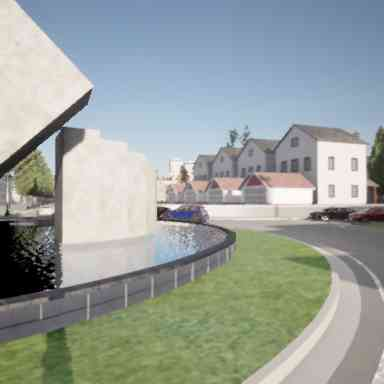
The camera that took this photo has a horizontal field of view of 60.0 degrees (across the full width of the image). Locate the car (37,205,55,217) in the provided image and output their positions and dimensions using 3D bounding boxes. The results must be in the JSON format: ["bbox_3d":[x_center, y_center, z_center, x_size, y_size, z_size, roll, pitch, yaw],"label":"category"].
[{"bbox_3d":[-18.918,2.461,43.108,1.812,1.442,4.674,0,-1,-29],"label":"car"}]

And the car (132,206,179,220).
[{"bbox_3d":[-4.107,2.295,37.242,4.892,1.490,1.837,-1,-2,19],"label":"car"}]

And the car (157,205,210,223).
[{"bbox_3d":[-0.649,2.034,32.204,4.553,1.767,2.097,0,-1,22],"label":"car"}]

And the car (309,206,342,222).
[{"bbox_3d":[14.288,2.192,33.521,4.892,1.490,1.837,0,-1,-8],"label":"car"}]

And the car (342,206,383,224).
[{"bbox_3d":[16.556,2.142,30.318,4.674,1.442,1.812,0,-1,-10],"label":"car"}]
